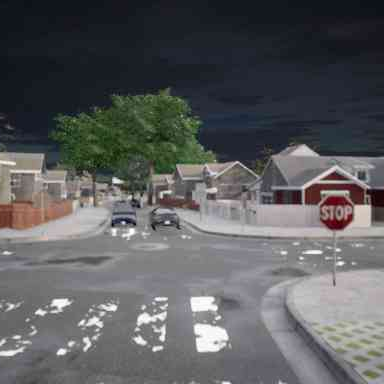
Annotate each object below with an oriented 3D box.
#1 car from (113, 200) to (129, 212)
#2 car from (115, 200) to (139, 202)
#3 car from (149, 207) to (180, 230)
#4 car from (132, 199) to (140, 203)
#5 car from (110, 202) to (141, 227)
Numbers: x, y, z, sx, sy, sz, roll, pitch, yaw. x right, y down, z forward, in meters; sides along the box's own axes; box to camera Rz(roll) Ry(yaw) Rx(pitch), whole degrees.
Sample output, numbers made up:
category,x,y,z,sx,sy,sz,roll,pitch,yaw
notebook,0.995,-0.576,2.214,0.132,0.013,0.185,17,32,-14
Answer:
category,x,y,z,sx,sy,sz,roll,pitch,yaw
car,-9.810,1.923,45.717,1.837,1.490,4.892,0,0,-16
car,-7.160,1.874,35.626,2.033,1.411,5.357,0,0,-13
car,-1.911,1.726,22.720,1.812,1.442,4.674,-1,0,-10
car,-9.706,1.989,55.313,1.837,1.490,4.892,0,0,-17
car,-5.177,1.783,25.590,2.033,1.411,5.357,0,-1,-10
